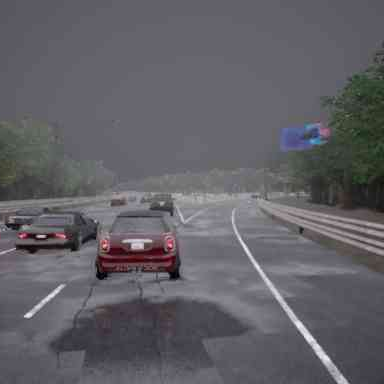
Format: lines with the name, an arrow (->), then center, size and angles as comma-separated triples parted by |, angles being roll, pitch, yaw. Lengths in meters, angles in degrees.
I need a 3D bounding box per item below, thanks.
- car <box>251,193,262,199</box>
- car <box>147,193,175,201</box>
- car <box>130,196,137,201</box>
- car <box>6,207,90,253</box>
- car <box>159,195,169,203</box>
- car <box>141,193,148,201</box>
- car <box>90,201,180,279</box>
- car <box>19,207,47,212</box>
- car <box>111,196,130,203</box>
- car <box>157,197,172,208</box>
car -> 17.794, 1.134, 91.815 | 1.882, 1.535, 5.008 | 0, 0, 25
car -> -2.812, 1.168, 31.958 | 2.150, 2.045, 5.566 | 0, 0, -4
car -> -13.702, 1.541, 76.615 | 2.033, 1.411, 5.357 | 0, 0, -7
car -> -5.119, 1.511, 13.491 | 2.033, 1.411, 5.357 | 0, 0, -3
car -> -6.107, 1.523, 71.609 | 2.128, 1.511, 4.902 | 0, 0, -6
car -> -8.700, 1.321, 63.783 | 2.097, 1.767, 4.553 | 0, 0, -6
car -> -1.453, 1.331, 10.189 | 2.097, 1.767, 4.553 | 0, 0, -4
car -> -8.991, 1.543, 19.742 | 1.895, 1.301, 4.718 | 0, 0, -3
car -> -11.017, 1.410, 50.432 | 1.882, 1.535, 5.008 | 0, 0, -5
car -> -3.988, 1.493, 48.826 | 2.033, 1.411, 5.357 | 0, 0, -5
